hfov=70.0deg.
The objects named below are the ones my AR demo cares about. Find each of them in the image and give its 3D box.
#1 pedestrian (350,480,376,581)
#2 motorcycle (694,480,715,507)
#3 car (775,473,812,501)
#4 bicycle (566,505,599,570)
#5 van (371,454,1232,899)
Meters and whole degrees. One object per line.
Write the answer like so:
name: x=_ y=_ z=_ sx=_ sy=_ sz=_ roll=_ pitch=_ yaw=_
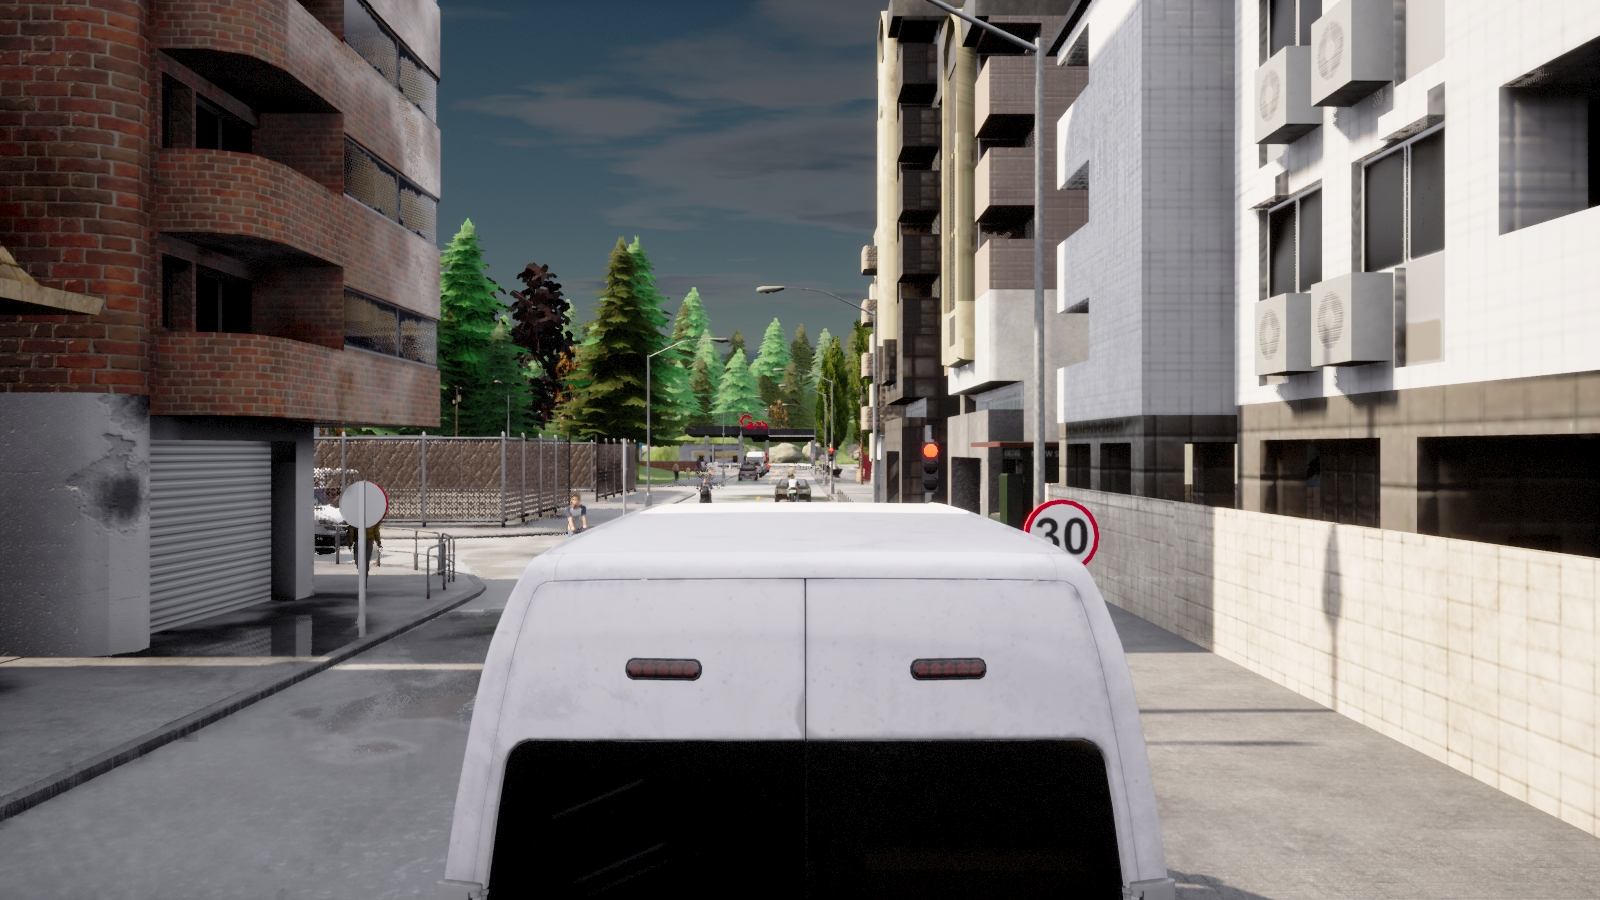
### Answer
pedestrian: x=-8.199 y=1.507 z=21.435 sx=0.375 sy=1.860 sz=0.375 roll=0 pitch=0 yaw=-9
motorcycle: x=-4.334 y=1.973 z=52.180 sx=0.803 sy=1.145 sz=2.033 roll=0 pitch=0 yaw=0
car: x=-0.339 y=1.912 z=60.159 sx=1.895 sy=1.301 sz=4.718 roll=0 pitch=0 yaw=0
bicycle: x=-4.859 y=1.926 z=25.461 sx=0.373 sy=1.296 sz=1.643 roll=-4 pitch=2 yaw=-20
van: x=-0.009 y=1.312 z=5.597 sx=1.988 sy=2.561 sz=5.915 roll=0 pitch=0 yaw=0
